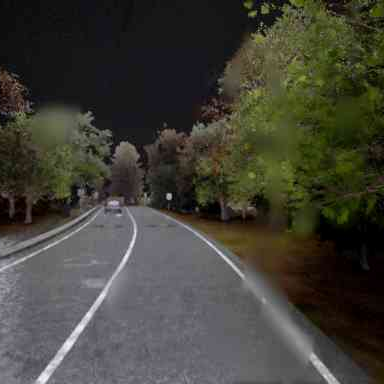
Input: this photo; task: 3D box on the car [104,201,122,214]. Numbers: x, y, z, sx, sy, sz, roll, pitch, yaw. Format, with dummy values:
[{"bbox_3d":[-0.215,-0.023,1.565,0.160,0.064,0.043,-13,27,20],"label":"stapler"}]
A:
[{"bbox_3d":[-9.178,1.748,38.903,1.812,1.442,4.674,1,0,-13],"label":"car"}]
